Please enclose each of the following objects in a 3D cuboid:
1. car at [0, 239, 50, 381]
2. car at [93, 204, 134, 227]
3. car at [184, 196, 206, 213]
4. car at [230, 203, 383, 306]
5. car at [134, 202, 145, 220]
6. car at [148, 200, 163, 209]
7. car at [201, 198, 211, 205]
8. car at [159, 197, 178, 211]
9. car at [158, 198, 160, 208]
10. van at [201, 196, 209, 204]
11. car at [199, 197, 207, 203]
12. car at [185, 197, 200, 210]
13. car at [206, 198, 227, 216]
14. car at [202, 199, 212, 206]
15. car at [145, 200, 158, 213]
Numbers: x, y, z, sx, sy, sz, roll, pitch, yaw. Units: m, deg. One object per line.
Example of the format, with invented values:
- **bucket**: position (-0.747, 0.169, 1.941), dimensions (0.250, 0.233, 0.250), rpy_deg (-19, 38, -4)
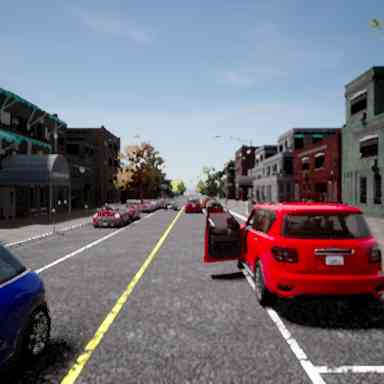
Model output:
- **car**: position (-3.091, 1.372, 2.868), dimensions (2.097, 1.767, 4.553), rpy_deg (0, 0, 0)
- **car**: position (-5.649, 1.586, 23.642), dimensions (1.967, 1.590, 4.097), rpy_deg (-1, 0, 0)
- **car**: position (0.161, 1.590, 39.764), dimensions (2.097, 1.767, 4.553), rpy_deg (0, 0, -1)
- **car**: position (2.414, 1.270, 8.296), dimensions (2.150, 2.045, 5.566), rpy_deg (0, 0, 0)
- **car**: position (-5.638, 1.724, 29.190), dimensions (1.887, 1.381, 4.507), rpy_deg (-1, 0, 0)
- **car**: position (-5.600, 1.893, 51.383), dimensions (1.802, 1.307, 4.206), rpy_deg (-1, 0, 0)
- **car**: position (2.808, 1.930, 68.185), dimensions (1.752, 1.417, 4.829), rpy_deg (-1, 0, 0)
- **car**: position (-2.918, 1.805, 45.992), dimensions (2.128, 1.511, 4.902), rpy_deg (0, 0, 0)
- **car**: position (-5.610, 1.829, 45.834), dimensions (2.008, 1.369, 4.403), rpy_deg (-1, 0, 0)
- **van**: position (2.815, 1.778, 73.565), dimensions (1.690, 1.788, 3.998), rpy_deg (-1, 0, 0)
- **car**: position (2.836, 2.028, 84.830), dimensions (1.752, 1.417, 4.829), rpy_deg (-1, 0, 0)
- **car**: position (0.089, 1.651, 49.889), dimensions (2.097, 1.767, 4.553), rpy_deg (0, 0, 0)
- **car**: position (2.761, 1.806, 40.274), dimensions (1.947, 1.339, 4.313), rpy_deg (-1, 0, 0)
- **car**: position (2.799, 1.953, 62.467), dimensions (1.802, 1.307, 4.206), rpy_deg (-1, 0, 0)
- **car**: position (-5.619, 1.827, 40.286), dimensions (1.802, 1.307, 4.206), rpy_deg (-1, 0, 0)
